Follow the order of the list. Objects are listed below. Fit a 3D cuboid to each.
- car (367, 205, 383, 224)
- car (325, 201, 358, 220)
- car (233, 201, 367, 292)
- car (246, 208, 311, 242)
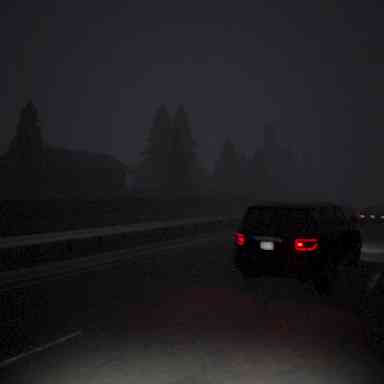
[{"bbox_3d":[13.136,1.654,23.590,2.033,1.411,5.357,0,0,35],"label":"car"},{"bbox_3d":[13.986,1.616,30.868,1.882,1.535,5.008,0,0,35],"label":"car"},{"bbox_3d":[3.224,1.267,9.468,2.150,2.045,5.566,0,0,36],"label":"car"},{"bbox_3d":[4.710,1.644,17.617,1.994,1.385,4.181,0,0,35],"label":"car"}]
